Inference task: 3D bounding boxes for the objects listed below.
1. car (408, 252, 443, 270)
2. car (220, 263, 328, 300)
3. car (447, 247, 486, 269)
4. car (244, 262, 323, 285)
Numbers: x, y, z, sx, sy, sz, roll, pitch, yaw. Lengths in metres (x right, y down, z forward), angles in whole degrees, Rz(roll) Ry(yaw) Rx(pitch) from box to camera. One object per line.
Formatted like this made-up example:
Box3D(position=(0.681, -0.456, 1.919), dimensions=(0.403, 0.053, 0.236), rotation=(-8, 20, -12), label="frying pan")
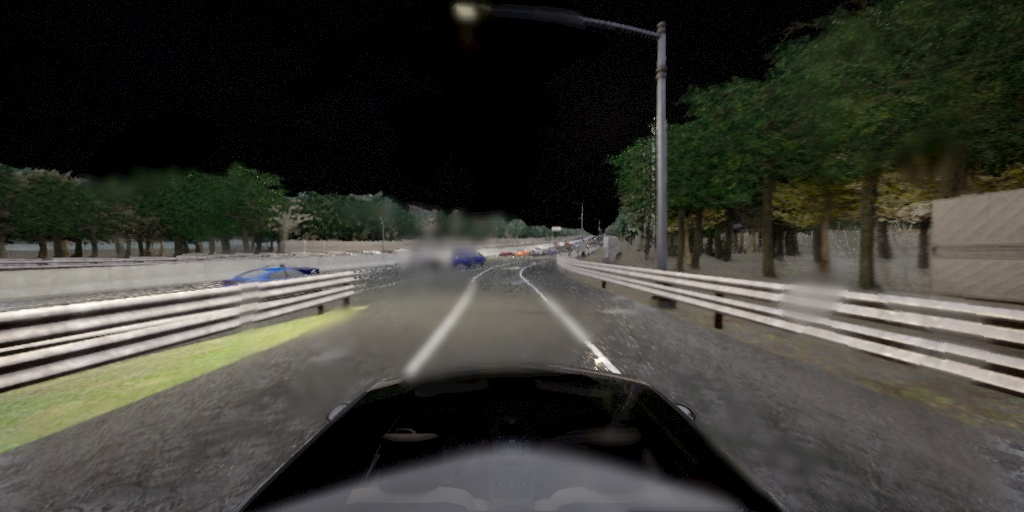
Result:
Box3D(position=(-9.089, 0.648, 38.041), dimensions=(2.128, 1.511, 4.902), rotation=(0, 2, 17), label="car")
Box3D(position=(-11.581, 1.326, 17.934), dimensions=(1.882, 1.535, 5.008), rotation=(0, 2, 17), label="car")
Box3D(position=(-4.780, 0.291, 40.123), dimensions=(2.150, 2.045, 5.566), rotation=(0, 2, 17), label="car")
Box3D(position=(-16.417, 1.185, 26.081), dimensions=(1.895, 1.301, 4.718), rotation=(0, 2, 17), label="car")
